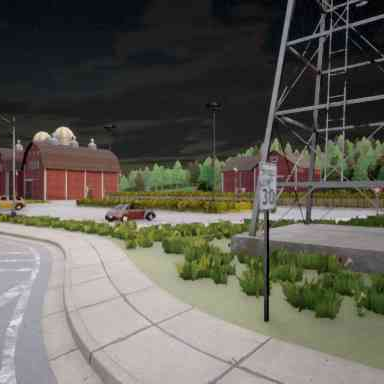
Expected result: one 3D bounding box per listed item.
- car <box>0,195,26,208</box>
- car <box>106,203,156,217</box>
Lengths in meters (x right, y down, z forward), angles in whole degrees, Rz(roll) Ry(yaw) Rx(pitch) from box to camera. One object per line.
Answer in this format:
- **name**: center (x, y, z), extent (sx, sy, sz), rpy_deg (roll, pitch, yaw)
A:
- **car**: center (-22.257, 1.310, 39.383), extent (1.932, 1.855, 4.605), rpy_deg (0, 0, 39)
- **car**: center (-4.637, 1.521, 25.422), extent (1.784, 1.438, 3.905), rpy_deg (0, 0, 39)
